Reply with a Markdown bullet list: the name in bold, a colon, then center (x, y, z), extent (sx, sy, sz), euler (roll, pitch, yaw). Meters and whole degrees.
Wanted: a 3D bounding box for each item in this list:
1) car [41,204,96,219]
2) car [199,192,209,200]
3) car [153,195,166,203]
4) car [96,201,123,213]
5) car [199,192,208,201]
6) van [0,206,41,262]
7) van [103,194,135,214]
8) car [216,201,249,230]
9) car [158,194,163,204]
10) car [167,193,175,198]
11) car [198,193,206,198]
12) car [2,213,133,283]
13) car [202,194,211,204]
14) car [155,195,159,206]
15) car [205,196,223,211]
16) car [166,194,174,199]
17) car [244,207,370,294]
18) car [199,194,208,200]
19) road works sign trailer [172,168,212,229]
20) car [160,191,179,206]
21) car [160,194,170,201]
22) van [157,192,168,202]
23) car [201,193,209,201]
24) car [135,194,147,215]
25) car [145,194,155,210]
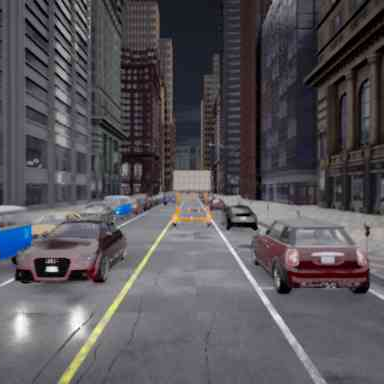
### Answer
- **car**: center (-5.767, 1.443, 14.143), extent (1.752, 1.417, 4.829), euler (0, 0, 0)
- **car**: center (2.750, 0.908, 76.317), extent (2.192, 1.841, 5.009), euler (0, 0, 0)
- **car**: center (-5.772, 1.256, 59.405), extent (1.802, 1.307, 4.206), euler (0, 0, 0)
- **car**: center (-5.767, 1.436, 19.948), extent (2.008, 1.369, 4.403), euler (0, 0, 0)
- **car**: center (2.752, 1.114, 59.410), extent (1.967, 1.590, 4.097), euler (0, 0, 0)
- **van**: center (-5.767, 1.290, 8.675), extent (1.690, 1.788, 3.998), euler (0, 0, 0)
- **van**: center (-5.769, 1.195, 25.584), extent (1.690, 1.788, 3.998), euler (0, 0, 0)
- **car**: center (2.758, 1.451, 19.956), extent (1.947, 1.339, 4.313), euler (0, 0, 0)
- **car**: center (-5.770, 1.298, 48.132), extent (1.947, 1.339, 4.313), euler (0, 0, 0)
- **car**: center (-5.776, 1.069, 93.224), extent (2.008, 1.369, 4.403), euler (0, 0, 0)
- **car**: center (2.748, 0.959, 93.226), extent (1.967, 1.590, 4.097), euler (0, 0, 0)
- **car**: center (-3.100, 1.509, 9.351), extent (1.994, 1.385, 4.181), euler (0, 0, 0)
- **car**: center (2.755, 1.314, 48.138), extent (1.802, 1.307, 4.206), euler (0, 0, 0)
- **car**: center (-5.770, 1.328, 42.495), extent (1.947, 1.339, 4.313), euler (0, 0, 0)
- **car**: center (2.756, 1.375, 36.866), extent (1.802, 1.307, 4.206), euler (0, 0, 0)
- **car**: center (-5.776, 1.109, 87.587), extent (1.947, 1.339, 4.313), euler (0, 0, 0)
- **car**: center (2.759, 1.389, 8.683), extent (1.967, 1.590, 4.097), euler (0, 0, 0)
- **car**: center (2.750, 1.133, 81.955), extent (1.947, 1.339, 4.313), euler (0, 0, 0)
- **road works sign trailer**: center (-0.003, 0.346, 20.558), extent (2.380, 3.560, 2.880), euler (0, 0, 0)
- **car**: center (-3.087, 0.946, 49.576), extent (2.150, 2.045, 5.566), euler (0, 0, 0)
- **car**: center (-5.774, 1.145, 70.508), extent (1.752, 1.417, 4.829), euler (0, 0, 0)
- **van**: center (-5.774, 0.987, 65.040), extent (1.690, 1.788, 3.998), euler (0, 0, 0)
- **car**: center (2.754, 1.285, 53.775), extent (1.802, 1.307, 4.206), euler (0, 0, 0)
- **car**: center (-5.769, 1.264, 31.221), extent (1.967, 1.590, 4.097), euler (0, 0, 0)
- **car**: center (-5.770, 1.108, 36.857), extent (2.192, 1.841, 5.009), euler (0, 0, 0)
